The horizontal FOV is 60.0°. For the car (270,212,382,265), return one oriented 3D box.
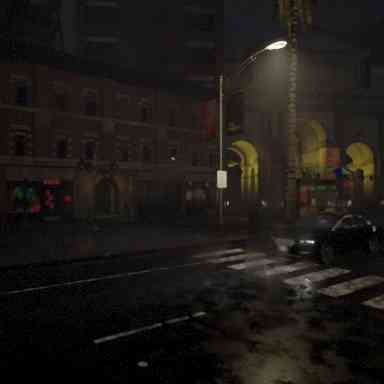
[{"bbox_3d":[4.810,1.488,11.720,4.902,1.511,2.128,0,0,-35],"label":"car"}]
